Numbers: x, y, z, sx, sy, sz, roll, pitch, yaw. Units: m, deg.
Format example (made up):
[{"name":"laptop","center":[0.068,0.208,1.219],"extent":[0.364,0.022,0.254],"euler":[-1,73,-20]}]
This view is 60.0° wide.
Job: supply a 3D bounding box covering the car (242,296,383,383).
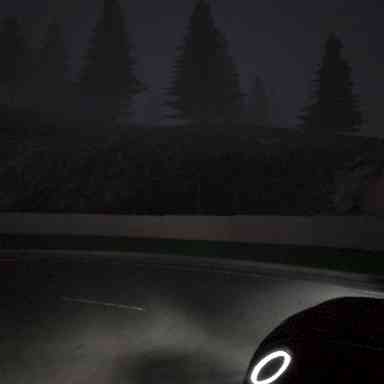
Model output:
[{"name":"car","center":[2.584,1.348,2.139],"extent":[4.553,1.767,2.097],"euler":[0,0,35]}]
